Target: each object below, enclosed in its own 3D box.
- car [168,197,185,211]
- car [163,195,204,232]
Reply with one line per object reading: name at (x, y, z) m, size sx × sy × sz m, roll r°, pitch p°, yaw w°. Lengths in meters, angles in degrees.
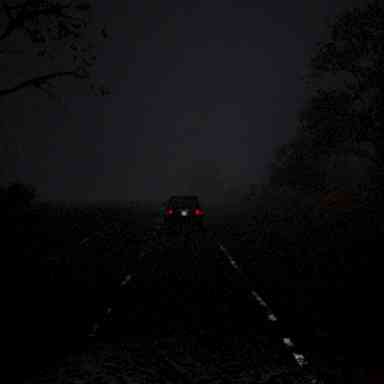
car at (-1.957, 1.409, 39.796) m, size 1.837 × 1.490 × 4.892 m, roll 0°, pitch 0°, yaw -5°
car at (-0.531, 1.173, 19.812) m, size 2.150 × 2.045 × 5.566 m, roll 0°, pitch 0°, yaw -3°
